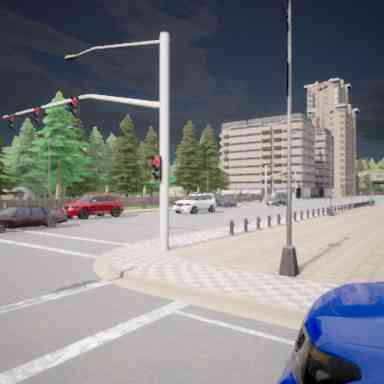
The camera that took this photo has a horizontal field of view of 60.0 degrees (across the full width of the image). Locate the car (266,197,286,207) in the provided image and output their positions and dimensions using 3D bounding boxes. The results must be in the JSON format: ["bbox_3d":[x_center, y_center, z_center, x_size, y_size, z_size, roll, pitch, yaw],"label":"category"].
[{"bbox_3d":[13.208,1.481,52.195,2.128,1.511,4.902,0,0,36],"label":"car"}]

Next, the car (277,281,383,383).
[{"bbox_3d":[3.281,1.223,1.626,5.566,2.045,2.150,0,0,36],"label":"car"}]

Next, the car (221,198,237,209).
[{"bbox_3d":[4.556,1.549,46.216,1.994,1.385,4.181,0,0,36],"label":"car"}]

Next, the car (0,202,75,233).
[{"bbox_3d":[-10.061,1.535,19.724,2.033,1.411,5.357,0,0,35],"label":"car"}]

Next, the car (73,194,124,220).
[{"bbox_3d":[-8.304,1.206,28.220,2.150,2.045,5.566,0,0,35],"label":"car"}]

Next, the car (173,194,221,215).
[{"bbox_3d":[0.395,1.208,34.389,2.150,2.045,5.566,0,0,36],"label":"car"}]
